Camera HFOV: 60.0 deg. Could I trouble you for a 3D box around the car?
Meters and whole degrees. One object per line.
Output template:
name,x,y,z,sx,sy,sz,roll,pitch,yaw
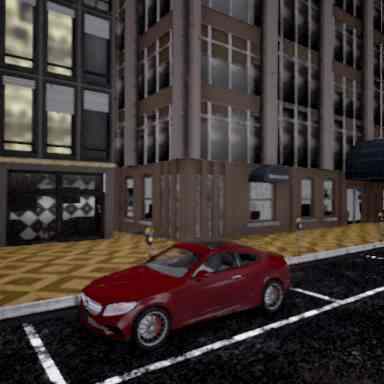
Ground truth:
car,0.116,1.597,6.179,4.206,1.307,1.802,0,0,-36
